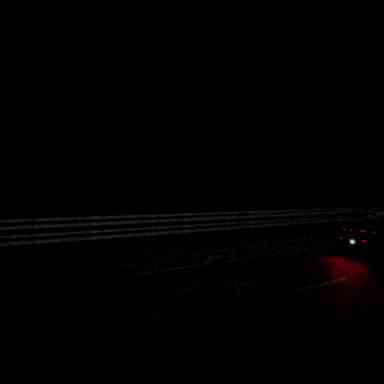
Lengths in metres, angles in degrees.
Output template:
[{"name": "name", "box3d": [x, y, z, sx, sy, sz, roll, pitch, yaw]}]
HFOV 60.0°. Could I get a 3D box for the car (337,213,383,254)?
[{"name": "car", "box3d": [7.988, 1.629, 13.857, 4.892, 1.490, 1.837, 1, 0, -35]}]
